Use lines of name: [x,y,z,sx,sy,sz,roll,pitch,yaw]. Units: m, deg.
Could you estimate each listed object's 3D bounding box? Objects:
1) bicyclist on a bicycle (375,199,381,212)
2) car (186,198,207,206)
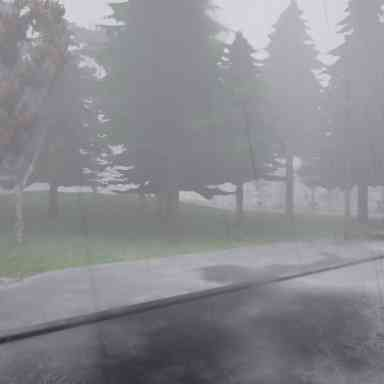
bicyclist on a bicycle: [24.295,1.767,43.398,1.656,1.620,0.582,0,0,-36]
car: [0.830,1.847,61.999,1.837,1.490,4.892,1,-1,-35]
